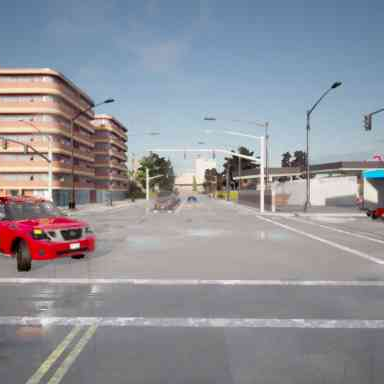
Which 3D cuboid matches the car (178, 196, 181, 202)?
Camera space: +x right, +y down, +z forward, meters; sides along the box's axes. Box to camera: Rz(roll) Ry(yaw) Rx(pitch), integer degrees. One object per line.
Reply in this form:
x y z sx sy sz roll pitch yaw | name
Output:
-3.562 1.504 62.783 1.837 1.490 4.892 0 0 0 | car

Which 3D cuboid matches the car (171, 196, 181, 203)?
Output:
-3.510 1.594 72.937 1.895 1.301 4.718 0 0 0 | car

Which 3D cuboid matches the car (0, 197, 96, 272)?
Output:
-5.714 1.194 11.131 5.566 2.045 2.150 0 0 32 | car

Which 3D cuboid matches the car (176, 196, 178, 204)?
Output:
-3.592 1.600 52.350 1.895 1.301 4.718 0 0 0 | car

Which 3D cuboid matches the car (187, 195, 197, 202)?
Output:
-0.010 1.338 70.903 1.812 1.442 4.674 0 0 0 | car

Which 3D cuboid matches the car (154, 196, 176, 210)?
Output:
-3.592 1.352 42.788 2.097 1.767 4.553 0 0 0 | car

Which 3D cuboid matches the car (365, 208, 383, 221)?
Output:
16.531 1.600 26.529 4.718 1.301 1.895 0 0 1 | car
